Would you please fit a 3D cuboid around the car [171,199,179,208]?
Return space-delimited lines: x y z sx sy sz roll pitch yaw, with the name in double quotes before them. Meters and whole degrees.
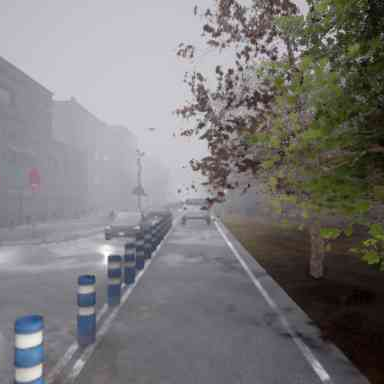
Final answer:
"car" -2.551 1.790 51.664 1.882 1.535 5.008 0 0 2

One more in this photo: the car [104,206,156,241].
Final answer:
"car" -3.229 1.669 17.625 1.812 1.442 4.674 0 0 1

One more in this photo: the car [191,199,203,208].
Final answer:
"car" 0.856 1.930 56.143 1.895 1.301 4.718 0 0 1

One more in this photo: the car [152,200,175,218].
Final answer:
"car" -3.033 1.765 31.208 2.033 1.411 5.357 0 0 1

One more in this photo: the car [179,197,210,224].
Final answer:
"car" 0.343 1.419 27.015 2.150 2.045 5.566 0 0 1
